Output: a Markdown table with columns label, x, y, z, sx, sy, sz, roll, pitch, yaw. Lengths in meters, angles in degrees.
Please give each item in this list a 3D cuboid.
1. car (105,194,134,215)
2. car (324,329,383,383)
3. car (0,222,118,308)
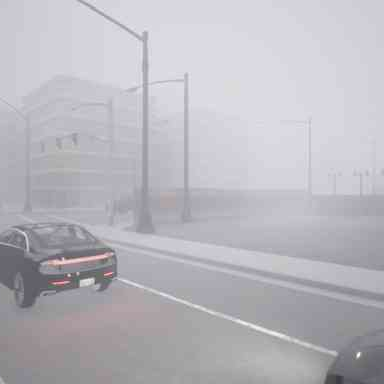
| label | x | y | z | sx | sy | sz | roll | pitch | yaw |
| --- | --- | --- | --- | --- | --- | --- | --- | --- | --- |
| car | -6.290 | 1.221 | 34.999 | 5.566 | 2.045 | 2.150 | 0 | 0 | -44 |
| car | 3.196 | 1.505 | 1.584 | 4.892 | 1.490 | 1.837 | 0 | 0 | 38 |
| car | -3.647 | 1.492 | 8.041 | 2.128 | 1.511 | 4.902 | 0 | 0 | -43 |
